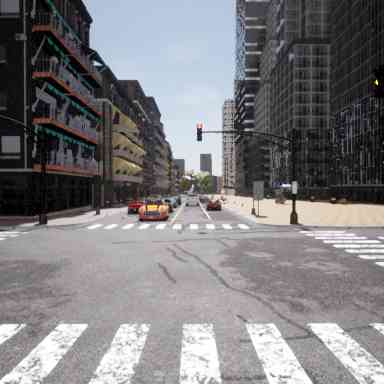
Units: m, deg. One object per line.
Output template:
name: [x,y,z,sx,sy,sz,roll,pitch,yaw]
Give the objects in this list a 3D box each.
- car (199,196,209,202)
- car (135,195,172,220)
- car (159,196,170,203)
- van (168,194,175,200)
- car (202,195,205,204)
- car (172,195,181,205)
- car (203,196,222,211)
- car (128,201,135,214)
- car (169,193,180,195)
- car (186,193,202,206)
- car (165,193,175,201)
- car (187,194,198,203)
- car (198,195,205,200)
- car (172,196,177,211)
car: [2.671,1.544,74.942,1.887,1.381,4.507,-1,0,0]
car: [-3.090,1.347,27.600,2.097,1.767,4.553,0,0,0]
car: [-5.678,1.580,69.238,1.802,1.307,4.206,-1,0,0]
van: [-5.674,1.345,91.833,1.690,1.788,3.998,-1,0,0]
car: [2.667,1.547,63.644,2.008,1.369,4.403,-1,0,0]
car: [-3.076,1.541,47.925,2.033,1.411,5.357,0,0,0]
car: [2.659,1.538,41.048,1.887,1.381,4.507,-1,0,0]
car: [-5.689,1.538,35.344,1.887,1.381,4.507,-1,0,0]
car: [-3.031,1.217,58.243,2.150,2.045,5.566,0,0,1]
car: [0.116,1.218,55.480,2.150,2.045,5.566,0,0,0]
car: [-5.677,1.317,86.185,2.192,1.841,5.009,-1,0,0]
car: [0.124,1.349,69.895,2.097,1.767,4.553,0,0,0]
car: [2.675,1.530,92.059,1.752,1.417,4.829,-1,0,0]
car: [-3.084,1.498,37.597,1.837,1.490,4.892,0,0,0]
